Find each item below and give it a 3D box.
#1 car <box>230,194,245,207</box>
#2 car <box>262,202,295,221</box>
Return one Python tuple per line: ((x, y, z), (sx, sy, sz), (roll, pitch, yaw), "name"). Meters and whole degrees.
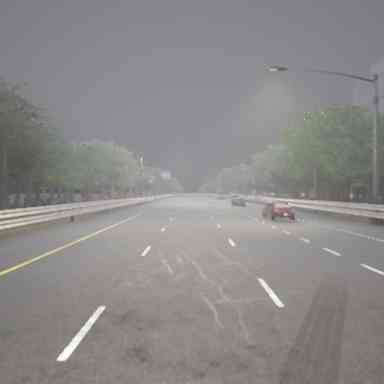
((7.081, 1.500, 51.845), (2.128, 1.511, 4.902), (0, 0, 0), "car")
((7.035, 1.535, 27.216), (1.812, 1.442, 4.674), (0, 0, 0), "car")
